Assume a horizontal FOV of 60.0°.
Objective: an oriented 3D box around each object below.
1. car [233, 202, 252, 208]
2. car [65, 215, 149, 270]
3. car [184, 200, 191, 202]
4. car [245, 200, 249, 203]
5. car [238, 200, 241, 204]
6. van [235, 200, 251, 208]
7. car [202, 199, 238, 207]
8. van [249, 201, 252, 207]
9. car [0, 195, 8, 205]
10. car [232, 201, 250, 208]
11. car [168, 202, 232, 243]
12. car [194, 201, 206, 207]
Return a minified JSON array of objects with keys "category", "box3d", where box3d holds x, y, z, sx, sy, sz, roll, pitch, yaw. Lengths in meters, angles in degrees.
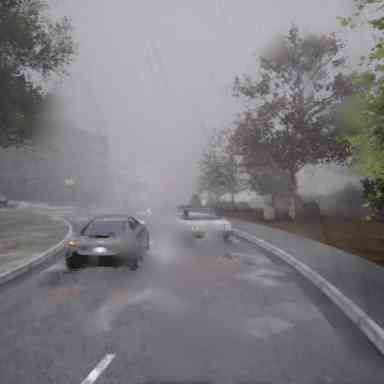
[{"category":"car","box3d":[13.658,3.493,90.246,4.892,1.521,2.231,1,-2,14]},{"category":"car","box3d":[-2.491,1.421,10.606,1.994,1.385,4.181,0,1,-3]},{"category":"car","box3d":[-0.634,2.481,69.967,2.128,1.511,4.902,1,-3,14]},{"category":"car","box3d":[10.232,2.985,76.912,4.674,1.452,2.002,1,-2,14]},{"category":"car","box3d":[5.421,2.033,58.264,5.008,1.535,2.097,1,-3,14]},{"category":"van","box3d":[14.243,3.363,92.950,4.442,1.987,1.878,1,-2,14]},{"category":"car","box3d":[4.734,1.891,55.599,4.892,1.521,2.231,1,-3,14]},{"category":"van","box3d":[12.407,3.060,84.889,4.442,1.987,1.878,1,-2,14]},{"category":"car","box3d":[-22.226,0.737,36.064,4.181,1.385,1.994,1,0,12]},{"category":"car","box3d":[12.981,3.270,87.714,4.553,1.767,2.185,1,-2,14]},{"category":"car","box3d":[0.148,1.359,14.960,1.895,1.301,4.718,0,1,-13]},{"category":"car","box3d":[1.869,2.861,79.684,1.994,1.385,4.181,1,-2,14]}]
